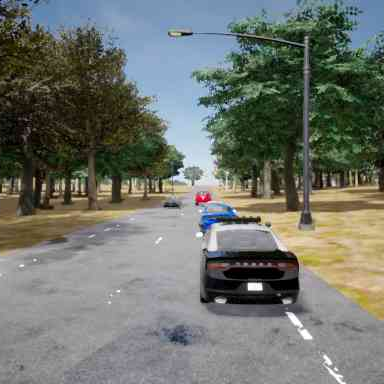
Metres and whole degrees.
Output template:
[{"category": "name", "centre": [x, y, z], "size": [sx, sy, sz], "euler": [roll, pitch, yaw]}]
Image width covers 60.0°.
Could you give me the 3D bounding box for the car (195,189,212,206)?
[{"category": "car", "centre": [1.617, 0.805, 46.158], "size": [2.150, 2.045, 5.566], "euler": [0, 1, 3]}]

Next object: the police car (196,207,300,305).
[{"category": "police car", "centre": [1.128, 1.409, 8.293], "size": [1.930, 1.638, 5.238], "euler": [0, 0, 1]}]

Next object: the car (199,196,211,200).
[{"category": "car", "centre": [1.669, 1.315, 24.290], "size": [1.801, 1.575, 5.366], "euler": [0, 1, 3]}]

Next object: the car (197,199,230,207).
[{"category": "car", "centre": [1.405, 1.401, 18.121], "size": [1.882, 1.535, 5.008], "euler": [0, 1, 2]}]

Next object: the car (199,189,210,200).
[{"category": "car", "centre": [2.489, 0.467, 67.354], "size": [2.150, 2.045, 5.566], "euler": [0, 1, 3]}]

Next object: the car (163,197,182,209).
[{"category": "car", "centre": [-2.243, 1.284, 38.781], "size": [1.895, 1.301, 4.718], "euler": [0, 1, 3]}]
